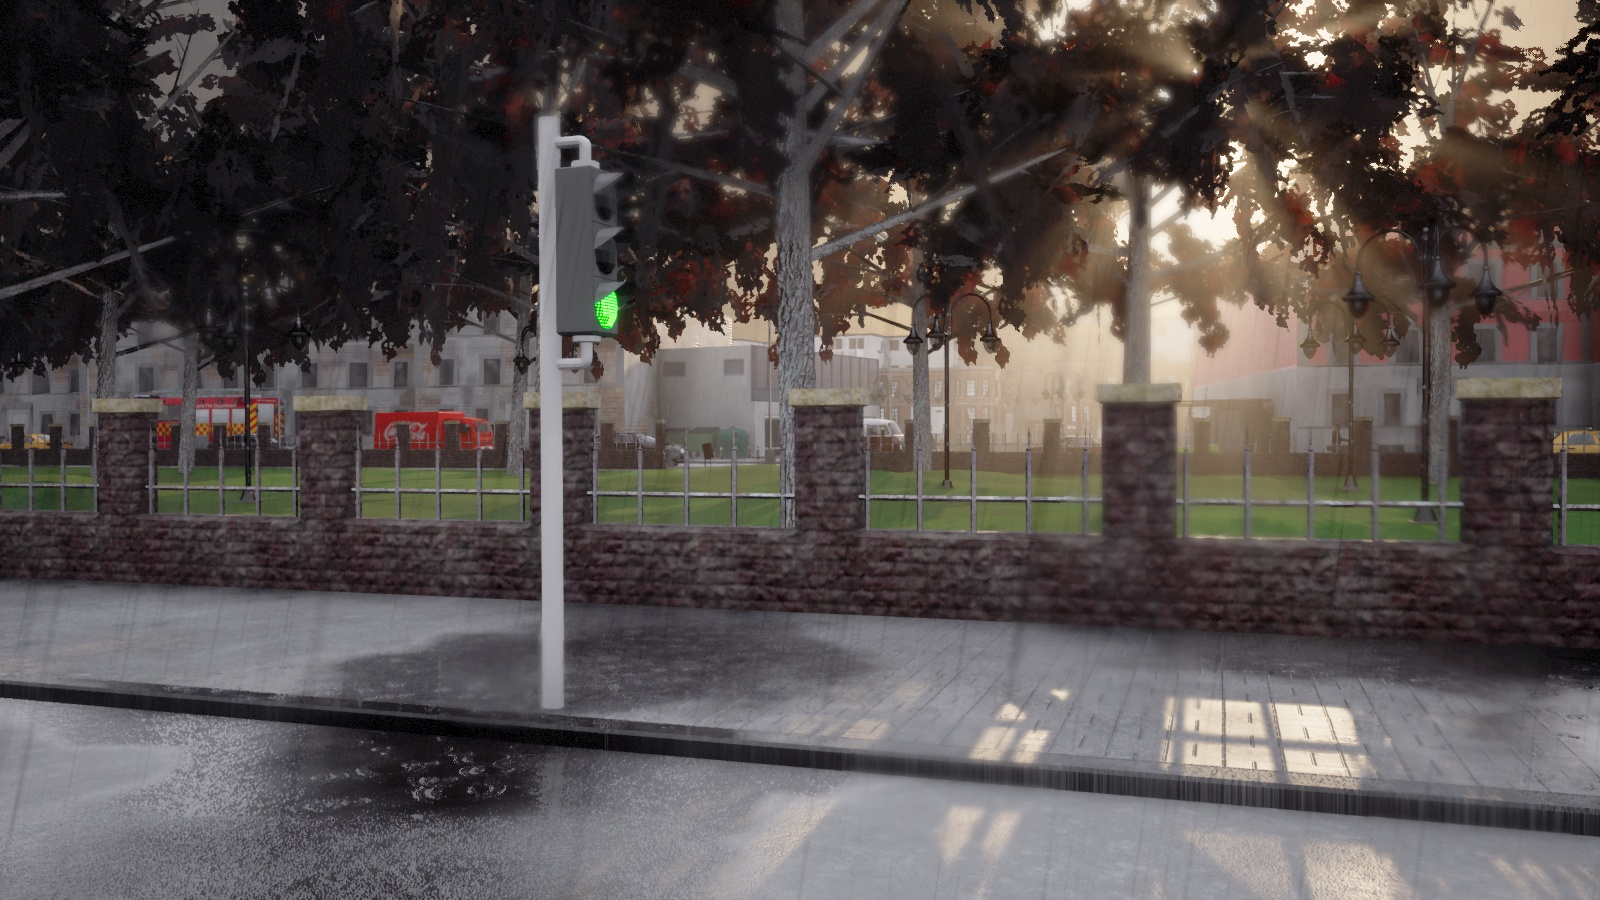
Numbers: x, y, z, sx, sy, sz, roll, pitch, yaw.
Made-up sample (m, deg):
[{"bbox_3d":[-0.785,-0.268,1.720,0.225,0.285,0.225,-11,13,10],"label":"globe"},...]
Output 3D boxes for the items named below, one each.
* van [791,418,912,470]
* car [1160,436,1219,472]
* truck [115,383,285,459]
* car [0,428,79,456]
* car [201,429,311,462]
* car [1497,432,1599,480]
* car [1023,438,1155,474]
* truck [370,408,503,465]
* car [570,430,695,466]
[{"bbox_3d":[2.111,-0.255,50.790,4.480,2.038,2.069,1,1,19],"label":"van"},{"bbox_3d":[15.674,0.132,50.451,2.207,1.376,1.481,1,1,19],"label":"car"},{"bbox_3d":[-31.714,-1.519,66.345,8.468,3.827,2.891,1,1,19],"label":"truck"},{"bbox_3d":[-43.008,-0.480,70.146,5.008,1.535,1.882,1,1,19],"label":"car"},{"bbox_3d":[-26.098,-0.231,60.263,4.892,1.490,1.837,1,1,19],"label":"car"},{"bbox_3d":[26.808,0.186,42.499,5.366,1.575,1.801,1,1,19],"label":"car"},{"bbox_3d":[11.014,0.203,47.800,4.718,1.301,1.895,1,1,19],"label":"car"},{"bbox_3d":[-16.495,-0.635,57.038,5.204,2.467,2.627,1,1,18],"label":"truck"},{"bbox_3d":[-7.181,-0.108,53.921,4.902,1.511,2.128,1,1,19],"label":"car"}]
